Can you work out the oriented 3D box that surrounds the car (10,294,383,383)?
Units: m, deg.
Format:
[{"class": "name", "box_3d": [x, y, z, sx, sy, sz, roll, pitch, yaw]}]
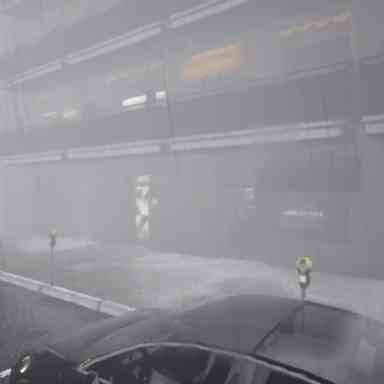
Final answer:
[{"class": "car", "box_3d": [0.308, 1.568, 2.646, 4.313, 1.339, 1.947, 0, 0, 35]}]
